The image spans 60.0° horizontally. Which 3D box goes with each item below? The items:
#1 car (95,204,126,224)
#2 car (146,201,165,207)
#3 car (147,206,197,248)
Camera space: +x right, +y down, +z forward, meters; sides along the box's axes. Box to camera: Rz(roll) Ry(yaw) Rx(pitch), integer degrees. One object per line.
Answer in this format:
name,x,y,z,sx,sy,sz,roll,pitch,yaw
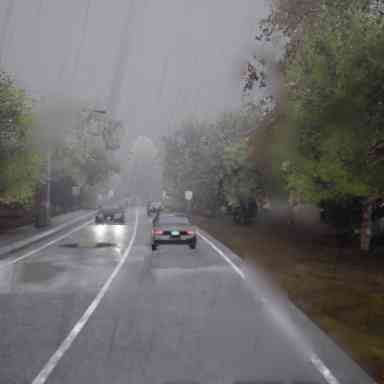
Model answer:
car,-5.969,1.580,24.690,1.994,1.385,4.181,1,0,-9
car,-3.749,1.606,34.534,2.033,1.411,5.357,1,0,-9
car,-0.898,1.577,14.885,2.033,1.411,5.357,1,0,-6
